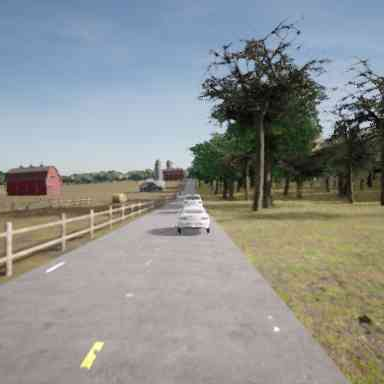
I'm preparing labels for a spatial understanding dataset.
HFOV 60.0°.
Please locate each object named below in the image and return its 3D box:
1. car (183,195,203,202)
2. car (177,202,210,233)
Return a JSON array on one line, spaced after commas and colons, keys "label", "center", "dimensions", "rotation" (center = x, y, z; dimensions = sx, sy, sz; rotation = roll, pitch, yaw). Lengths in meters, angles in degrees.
[{"label": "car", "center": [0.090, 1.333, 39.505], "dimensions": [2.150, 2.045, 5.566], "rotation": [0, 0, 0]}, {"label": "car", "center": [0.096, 1.587, 20.154], "dimensions": [1.812, 1.442, 4.674], "rotation": [0, 0, 0]}]
